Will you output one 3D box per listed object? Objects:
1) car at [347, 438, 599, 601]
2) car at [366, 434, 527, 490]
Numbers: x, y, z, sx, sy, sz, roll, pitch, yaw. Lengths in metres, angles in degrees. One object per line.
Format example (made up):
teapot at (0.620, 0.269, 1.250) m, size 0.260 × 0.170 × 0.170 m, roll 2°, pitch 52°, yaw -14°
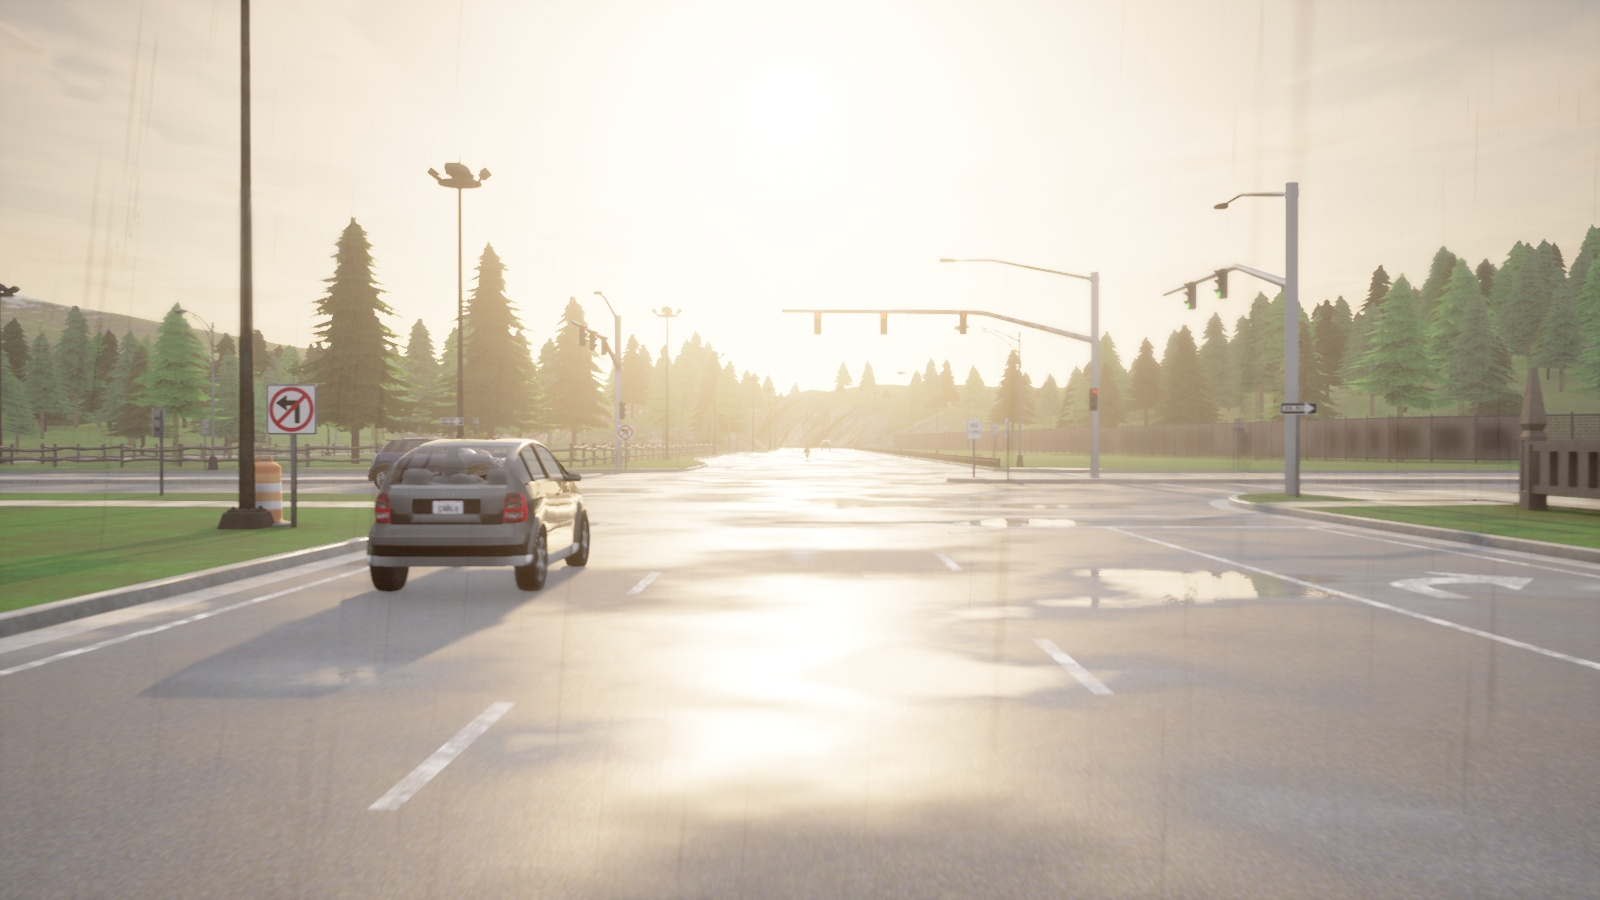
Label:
car at (-3.405, 0.645, 13.800) m, size 1.789 × 1.549 × 3.705 m, roll 0°, pitch 0°, yaw 0°
car at (-11.302, 0.368, 40.362) m, size 4.553 × 1.767 × 2.097 m, roll 0°, pitch 0°, yaw 1°
